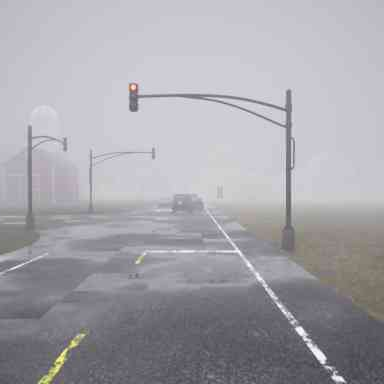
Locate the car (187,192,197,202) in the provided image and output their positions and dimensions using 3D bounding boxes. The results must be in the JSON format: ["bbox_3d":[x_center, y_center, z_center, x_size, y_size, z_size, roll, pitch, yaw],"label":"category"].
[{"bbox_3d":[0.067,1.134,74.720,2.150,2.045,5.566,0,0,0],"label":"car"}]

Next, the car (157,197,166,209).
[{"bbox_3d":[-3.561,1.443,45.112,1.882,1.535,5.008,0,0,0],"label":"car"}]

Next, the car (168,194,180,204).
[{"bbox_3d":[-3.486,1.286,65.031,2.097,1.767,4.553,0,0,1],"label":"car"}]

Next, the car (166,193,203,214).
[{"bbox_3d":[-0.443,1.203,34.990,2.150,2.045,5.566,1,0,17],"label":"car"}]

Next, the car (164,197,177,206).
[{"bbox_3d":[-3.546,1.515,55.006,1.994,1.385,4.181,0,0,0],"label":"car"}]
